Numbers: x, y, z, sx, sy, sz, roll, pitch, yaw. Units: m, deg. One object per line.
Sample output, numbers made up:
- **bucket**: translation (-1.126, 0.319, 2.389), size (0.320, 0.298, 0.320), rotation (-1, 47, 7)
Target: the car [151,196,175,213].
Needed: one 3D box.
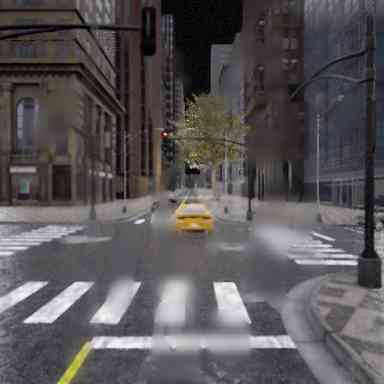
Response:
- **car**: translation (-3.104, 1.361, 34.514), size (1.994, 1.385, 4.181), rotation (0, 1, 0)

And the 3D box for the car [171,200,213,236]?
- **car**: translation (0.094, 1.407, 18.150), size (1.882, 1.535, 5.008), rotation (0, 0, 0)

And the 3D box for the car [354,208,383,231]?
- **car**: translation (11.925, 1.568, 19.667), size (4.403, 1.369, 2.008), rotation (0, 0, 0)

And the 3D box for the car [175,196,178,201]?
- **car**: translation (-3.091, 1.226, 51.108), size (1.895, 1.301, 4.718), rotation (0, 1, 0)
